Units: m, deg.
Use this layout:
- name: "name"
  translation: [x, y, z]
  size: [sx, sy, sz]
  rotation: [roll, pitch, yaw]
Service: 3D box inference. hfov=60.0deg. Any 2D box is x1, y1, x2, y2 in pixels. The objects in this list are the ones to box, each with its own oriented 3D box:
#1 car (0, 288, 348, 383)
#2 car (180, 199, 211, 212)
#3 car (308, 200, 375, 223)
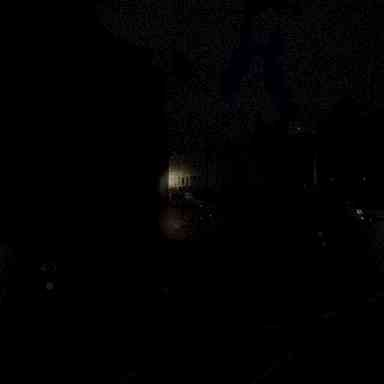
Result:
- name: "car"
  translation: [-0.620, 1.566, 2.360]
  size: [4.313, 1.339, 1.947]
  rotation: [0, 0, -35]
- name: "car"
  translation: [0.369, 1.595, 40.067]
  size: [1.812, 1.442, 4.674]
  rotation: [1, 0, -35]
- name: "car"
  translation: [11.119, 1.384, 24.946]
  size: [2.097, 1.767, 4.553]
  rotation: [1, -1, -35]
